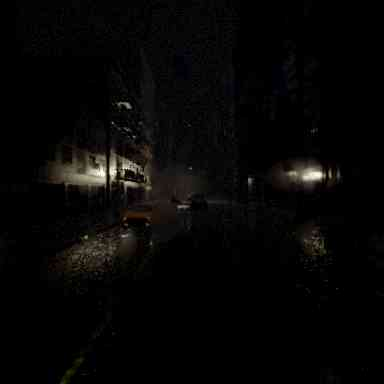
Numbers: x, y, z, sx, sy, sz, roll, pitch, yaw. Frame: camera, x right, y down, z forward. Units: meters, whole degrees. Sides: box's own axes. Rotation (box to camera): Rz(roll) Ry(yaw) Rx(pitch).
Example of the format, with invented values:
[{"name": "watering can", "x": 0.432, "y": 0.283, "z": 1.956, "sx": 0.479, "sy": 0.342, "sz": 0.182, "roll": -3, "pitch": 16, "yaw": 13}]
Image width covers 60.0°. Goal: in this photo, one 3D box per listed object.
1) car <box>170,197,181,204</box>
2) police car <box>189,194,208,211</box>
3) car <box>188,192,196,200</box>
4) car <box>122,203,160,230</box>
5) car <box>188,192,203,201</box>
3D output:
[{"name": "car", "x": -3.062, "y": 1.608, "z": 62.948, "sx": 1.895, "sy": 1.301, "sz": 4.718, "roll": 0, "pitch": 0, "yaw": 1}, {"name": "police car", "x": 0.872, "y": 1.406, "z": 40.217, "sx": 1.930, "sy": 1.638, "sz": 5.238, "roll": 0, "pitch": 0, "yaw": 0}, {"name": "car", "x": -0.063, "y": 1.140, "z": 91.219, "sx": 2.150, "sy": 2.045, "sz": 5.566, "roll": 0, "pitch": 0, "yaw": 0}, {"name": "car", "x": -3.114, "y": 1.446, "z": 21.102, "sx": 1.882, "sy": 1.535, "sz": 5.008, "roll": 0, "pitch": 0, "yaw": 0}, {"name": "car", "x": 0.866, "y": 1.215, "z": 50.138, "sx": 2.150, "sy": 2.045, "sz": 5.566, "roll": 0, "pitch": 0, "yaw": 0}]
